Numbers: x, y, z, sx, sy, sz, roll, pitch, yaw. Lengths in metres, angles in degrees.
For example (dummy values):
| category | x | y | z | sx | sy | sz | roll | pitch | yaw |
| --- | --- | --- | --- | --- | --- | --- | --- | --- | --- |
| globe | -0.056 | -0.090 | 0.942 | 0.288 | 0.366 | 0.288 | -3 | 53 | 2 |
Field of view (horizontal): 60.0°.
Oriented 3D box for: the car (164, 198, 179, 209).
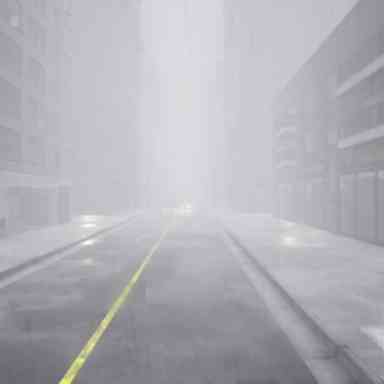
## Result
| category | x | y | z | sx | sy | sz | roll | pitch | yaw |
| --- | --- | --- | --- | --- | --- | --- | --- | --- | --- |
| car | -3.027 | 1.630 | 49.061 | 1.837 | 1.490 | 4.892 | 0 | -1 | 0 |
